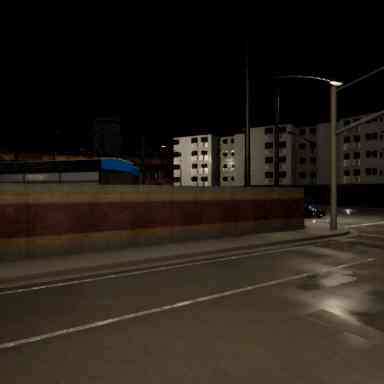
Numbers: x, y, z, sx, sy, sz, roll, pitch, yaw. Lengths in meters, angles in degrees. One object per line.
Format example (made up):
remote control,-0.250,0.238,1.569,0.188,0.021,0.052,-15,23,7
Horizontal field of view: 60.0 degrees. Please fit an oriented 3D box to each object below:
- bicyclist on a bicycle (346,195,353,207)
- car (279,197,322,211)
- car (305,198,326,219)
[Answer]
bicyclist on a bicycle,22.109,1.300,46.637,1.656,1.620,0.582,0,0,-35
car,13.662,1.477,42.222,1.882,1.535,5.008,0,0,-37
car,9.538,1.352,29.564,2.097,1.767,4.553,0,0,-33
